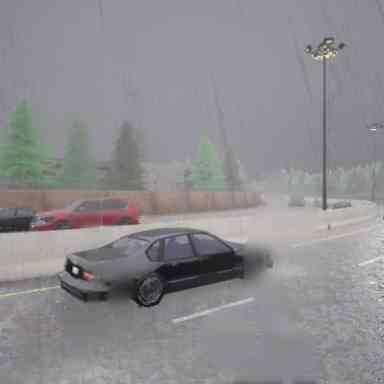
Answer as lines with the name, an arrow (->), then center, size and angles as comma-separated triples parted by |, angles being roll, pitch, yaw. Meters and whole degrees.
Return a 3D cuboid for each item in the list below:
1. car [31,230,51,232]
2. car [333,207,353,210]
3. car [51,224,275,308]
car -> -5.476, 1.314, 17.661 | 5.566, 2.045, 2.150 | 0, 0, -40
car -> 18.495, 1.813, 40.749 | 1.994, 1.385, 4.181 | 0, 0, 29
car -> -0.323, 1.593, 8.071 | 5.357, 1.411, 2.033 | 0, 0, -38
